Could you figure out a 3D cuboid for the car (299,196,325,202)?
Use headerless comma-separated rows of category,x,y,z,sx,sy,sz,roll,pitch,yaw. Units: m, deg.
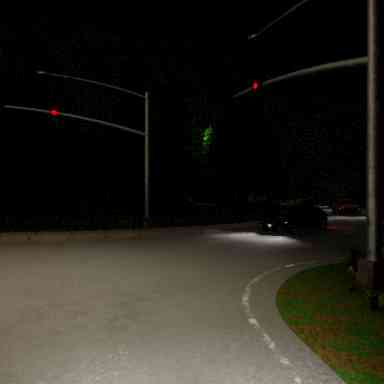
car,17.508,1.286,47.838,1.895,1.301,4.718,0,0,-1

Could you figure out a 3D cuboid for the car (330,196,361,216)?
car,14.996,1.451,32.379,1.882,1.535,5.008,0,0,16

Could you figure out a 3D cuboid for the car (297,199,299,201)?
car,19.596,1.451,56.078,1.882,1.535,5.008,0,0,-16

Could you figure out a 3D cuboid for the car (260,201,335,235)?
car,5.815,1.478,18.678,4.892,1.490,1.837,0,0,-41
